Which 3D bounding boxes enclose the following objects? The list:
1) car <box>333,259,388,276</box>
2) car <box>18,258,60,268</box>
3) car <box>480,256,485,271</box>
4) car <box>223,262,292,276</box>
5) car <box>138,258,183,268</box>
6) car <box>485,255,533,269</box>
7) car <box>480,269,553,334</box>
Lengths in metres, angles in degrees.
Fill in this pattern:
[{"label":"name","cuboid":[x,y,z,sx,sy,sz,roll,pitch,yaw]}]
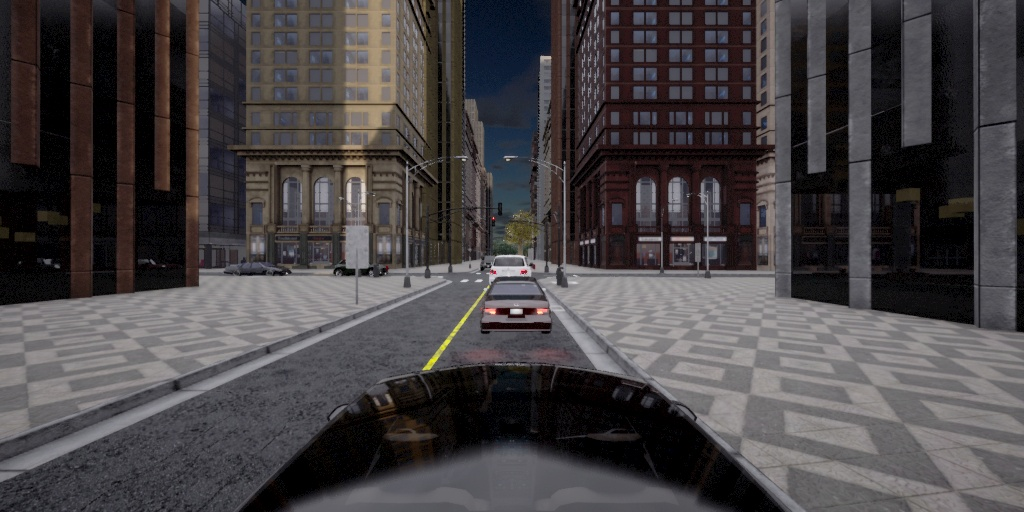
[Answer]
[{"label":"car","cuboid":[-13.996,1.052,33.323,4.553,1.767,2.097,0,0,0]},{"label":"car","cuboid":[-43.166,0.979,33.351,4.553,1.767,2.097,0,0,0]},{"label":"car","cuboid":[-3.139,0.969,49.469,2.150,2.045,5.566,0,0,-1]},{"label":"car","cuboid":[-23.577,1.220,33.315,5.357,1.411,2.033,0,0,0]},{"label":"car","cuboid":[-33.364,1.000,33.322,4.553,1.767,2.097,0,0,0]},{"label":"car","cuboid":[0.013,0.971,20.839,2.150,2.045,5.566,0,0,4]},{"label":"car","cuboid":[0.089,1.297,10.594,2.033,1.411,5.357,0,0,0]}]
